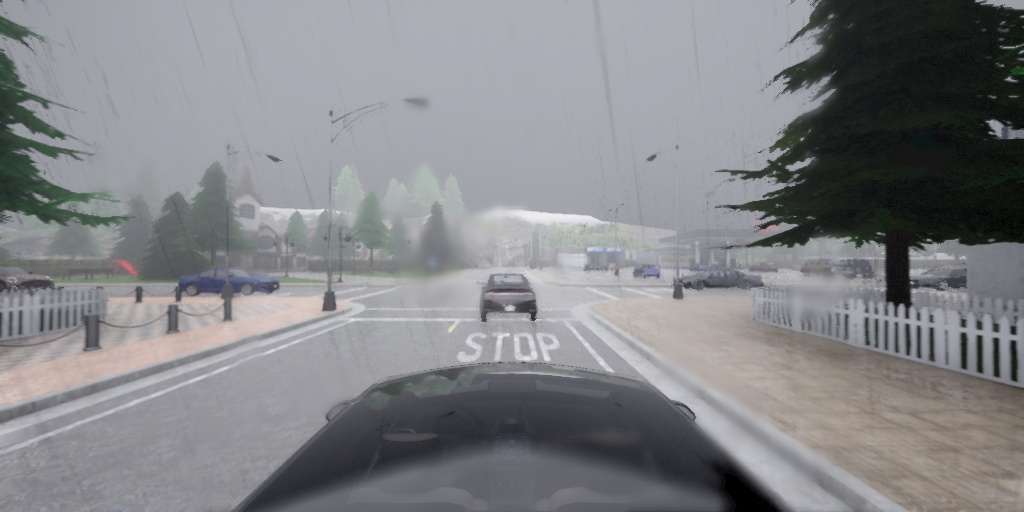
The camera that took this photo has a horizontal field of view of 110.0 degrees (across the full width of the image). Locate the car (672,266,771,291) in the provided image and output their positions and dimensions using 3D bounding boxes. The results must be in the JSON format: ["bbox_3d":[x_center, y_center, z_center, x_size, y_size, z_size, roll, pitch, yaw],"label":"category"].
[{"bbox_3d":[13.614,1.575,23.834,5.357,1.411,2.033,0,-1,0],"label":"car"}]

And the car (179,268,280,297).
[{"bbox_3d":[-15.960,1.459,20.422,5.008,1.535,1.882,0,-1,1],"label":"car"}]

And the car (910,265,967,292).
[{"bbox_3d":[28.898,1.530,23.689,4.892,1.490,1.837,0,-1,1],"label":"car"}]

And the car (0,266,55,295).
[{"bbox_3d":[-29.387,1.336,20.556,4.553,1.767,2.097,0,-1,1],"label":"car"}]

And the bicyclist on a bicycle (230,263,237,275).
[{"bbox_3d":[-21.795,1.382,27.963,0.582,1.620,1.656,0,0,1],"label":"bicyclist on a bicycle"}]

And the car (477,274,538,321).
[{"bbox_3d":[-0.226,1.391,13.261,2.128,1.511,4.902,0,0,-4],"label":"car"}]
